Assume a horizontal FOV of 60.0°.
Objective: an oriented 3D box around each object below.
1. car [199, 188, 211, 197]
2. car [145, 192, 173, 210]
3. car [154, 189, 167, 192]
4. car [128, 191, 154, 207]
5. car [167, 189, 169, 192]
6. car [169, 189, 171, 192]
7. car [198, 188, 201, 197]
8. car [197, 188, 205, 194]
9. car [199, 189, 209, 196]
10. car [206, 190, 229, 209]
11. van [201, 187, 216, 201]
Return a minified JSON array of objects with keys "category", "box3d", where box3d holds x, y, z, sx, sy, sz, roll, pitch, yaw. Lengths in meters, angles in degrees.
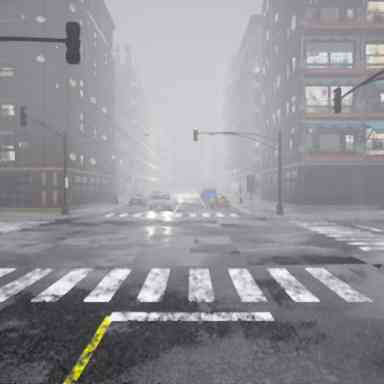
[{"category":"car","box3d":[2.438,0.063,63.061,1.967,1.590,4.097,1,1,0]},{"category":"car","box3d":[-2.817,0.922,30.525,1.895,1.301,4.718,0,1,0]},{"category":"car","box3d":[-5.419,0.446,51.679,1.802,1.307,4.206,1,1,0]},{"category":"car","box3d":[-5.512,0.780,34.709,2.008,1.369,4.403,1,1,0]},{"category":"car","box3d":[-5.430,0.273,57.165,1.752,1.417,4.829,1,1,0]},{"category":"car","box3d":[-5.443,0.206,62.993,1.802,1.307,4.206,1,1,0]},{"category":"car","box3d":[2.464,0.179,51.749,2.192,1.841,5.009,1,1,0]},{"category":"car","box3d":[2.388,-0.305,85.683,1.887,1.381,4.507,1,1,0]},{"category":"car","box3d":[2.425,0.055,68.719,2.008,1.369,4.403,1,1,0]},{"category":"car","box3d":[2.633,0.809,32.271,1.752,1.417,4.829,1,1,0]},{"category":"van","box3d":[2.508,0.326,46.097,1.690,1.788,3.998,1,1,0]}]
